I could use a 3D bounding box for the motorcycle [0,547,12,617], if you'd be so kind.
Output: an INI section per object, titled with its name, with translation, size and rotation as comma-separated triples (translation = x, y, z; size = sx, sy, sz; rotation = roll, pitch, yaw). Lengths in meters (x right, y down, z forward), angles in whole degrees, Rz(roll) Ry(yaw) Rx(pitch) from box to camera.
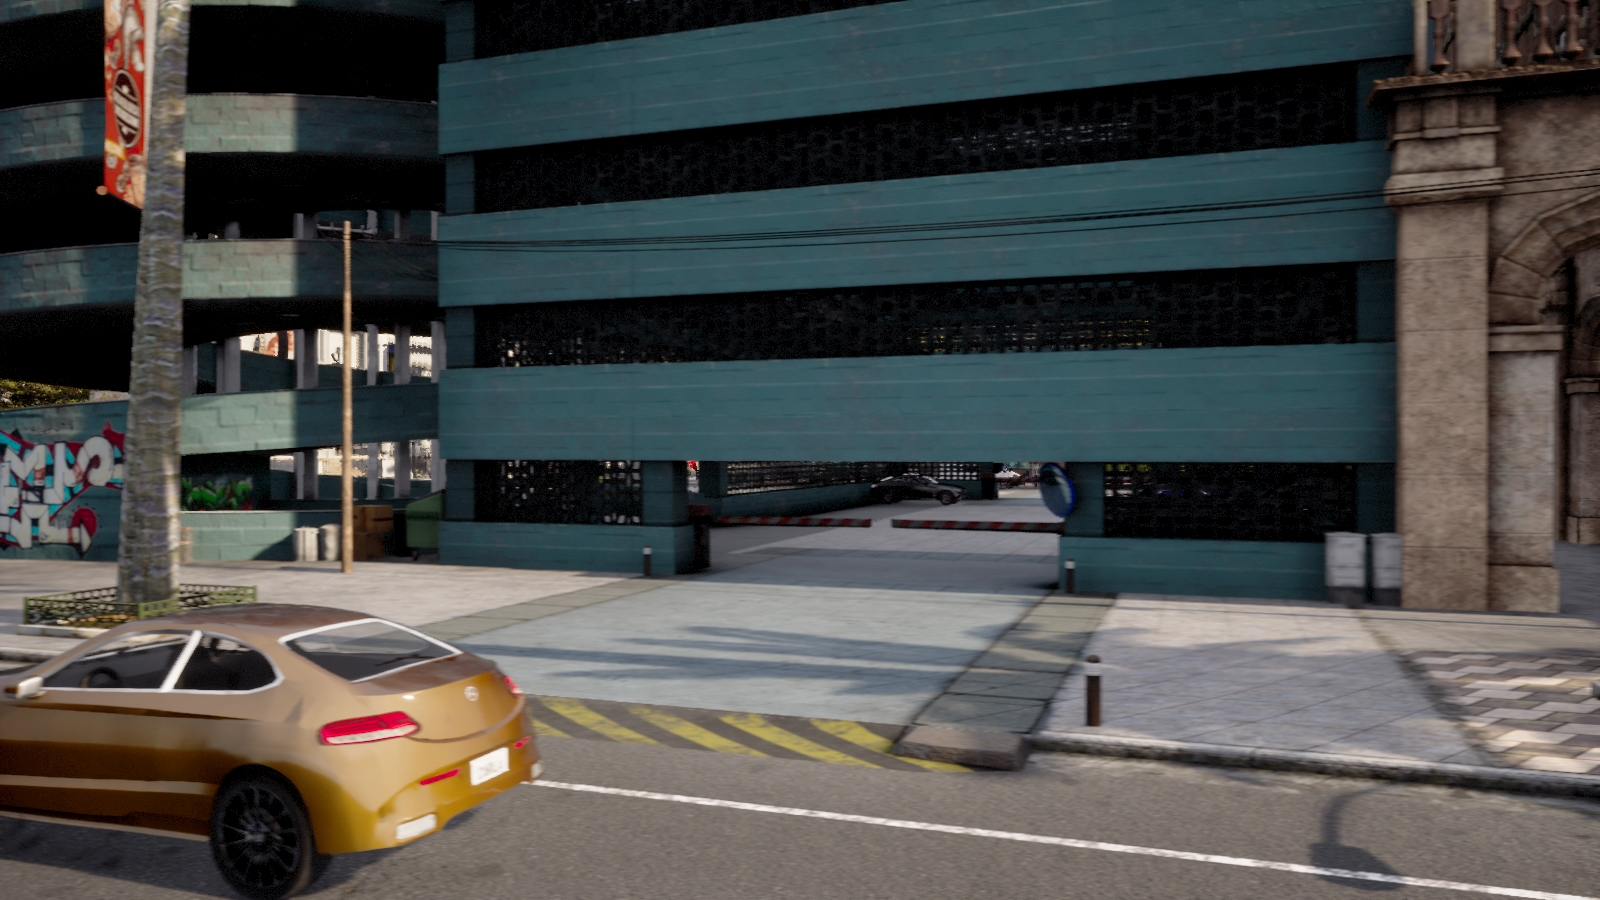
[motorcycle]
translation = -14.383, 2.213, 19.306
size = 2.033, 1.145, 0.803
rotation = 0, -1, 24

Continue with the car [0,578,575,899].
[car]
translation = -4.449, 1.992, 8.560
size = 5.027, 1.651, 2.152
rotation = 0, 0, 20
